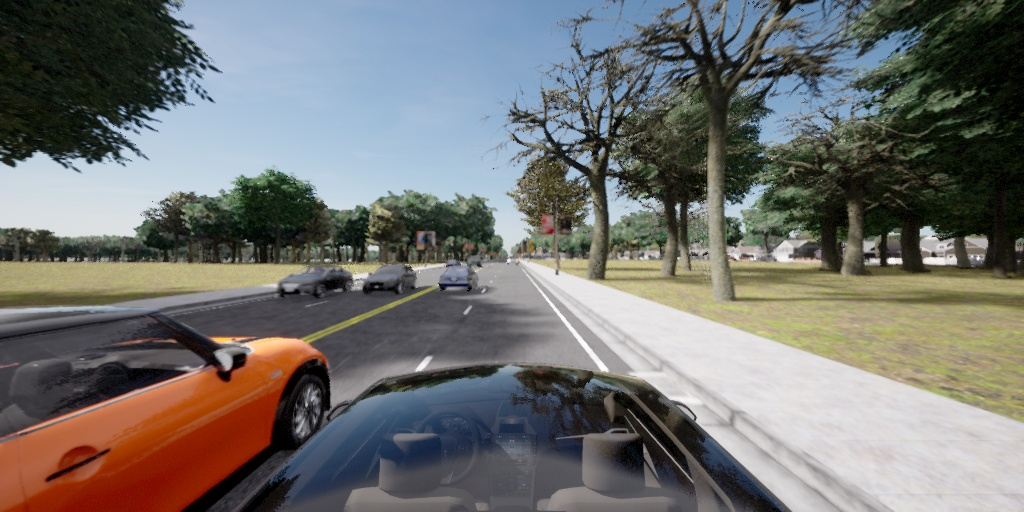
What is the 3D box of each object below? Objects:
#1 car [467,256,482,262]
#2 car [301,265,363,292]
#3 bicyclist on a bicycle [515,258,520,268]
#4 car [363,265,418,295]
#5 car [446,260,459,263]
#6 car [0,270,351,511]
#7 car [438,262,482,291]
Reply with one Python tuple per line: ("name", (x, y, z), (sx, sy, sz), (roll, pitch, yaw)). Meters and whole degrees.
("car", (-6.522, 0.971, 62.196), (2.150, 2.045, 5.566), (0, 0, 0))
("car", (-9.849, 1.236, 18.330), (2.128, 1.511, 4.902), (0, 0, 0))
("bicyclist on a bicycle", (0.905, 1.183, 56.908), (0.866, 1.612, 1.509), (0, 0, 0))
("car", (-6.599, 1.250, 19.889), (1.837, 1.490, 4.892), (0, 0, 0))
("car", (-9.781, 1.295, 59.793), (2.033, 1.411, 5.357), (0, 0, 1))
("car", (-3.150, 1.102, 2.336), (2.097, 1.767, 4.553), (0, 0, 0))
("car", (-3.150, 1.292, 21.862), (2.033, 1.411, 5.357), (0, 0, 0))
